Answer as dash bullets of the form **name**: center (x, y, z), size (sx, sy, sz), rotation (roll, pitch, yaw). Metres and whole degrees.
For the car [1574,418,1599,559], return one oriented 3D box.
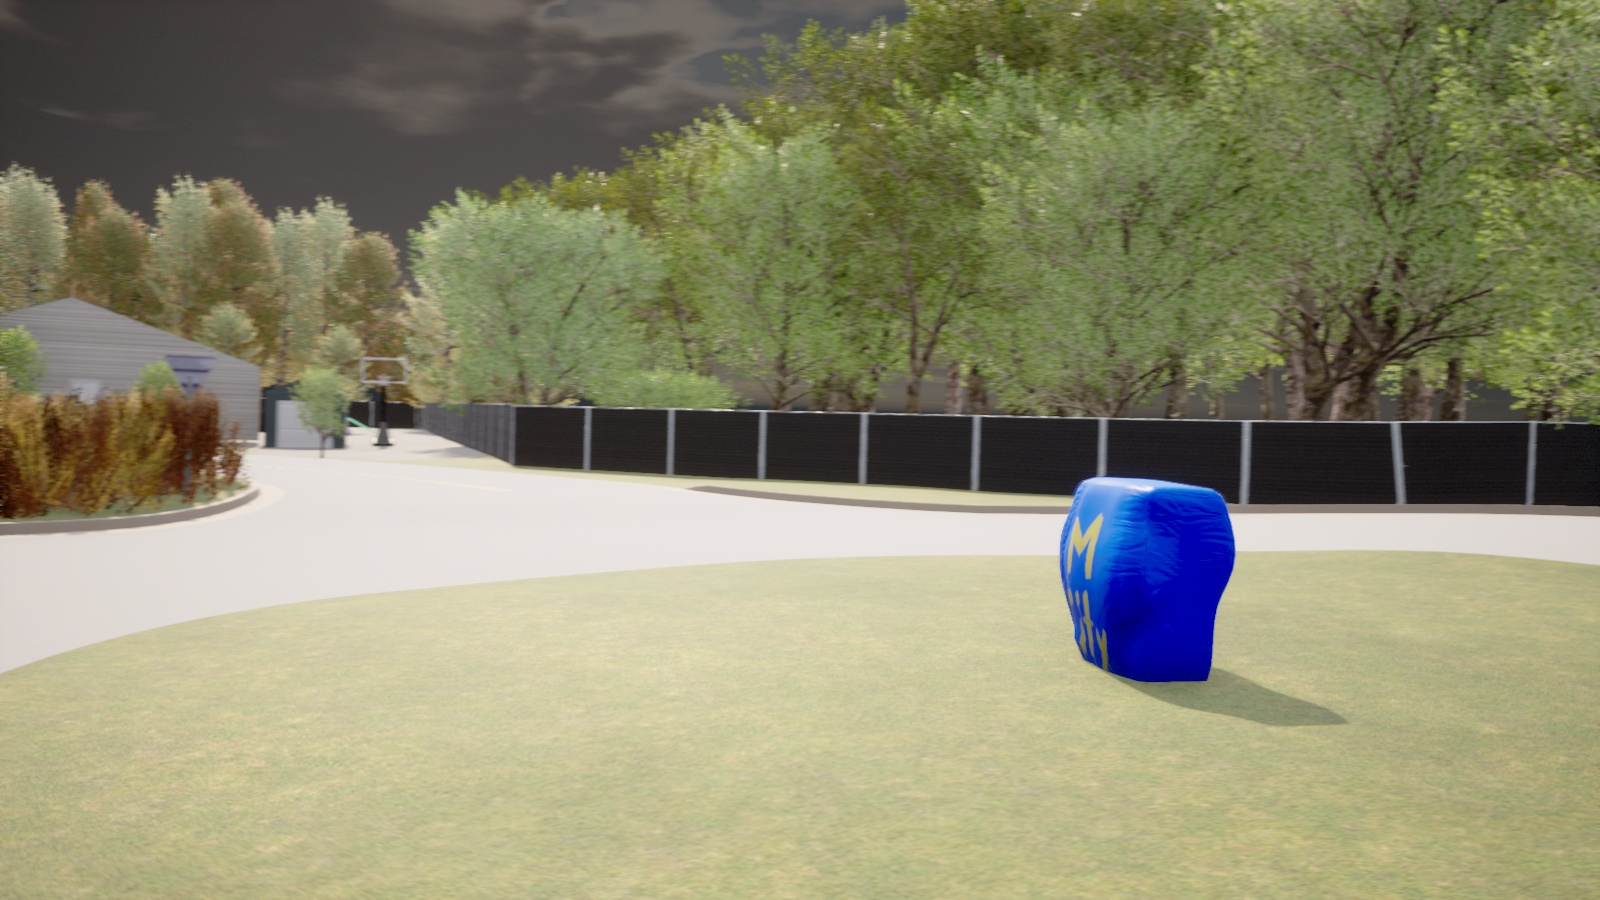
- **car**: center (11.008, 0.545, 13.046), size (2.033, 1.649, 4.856), rotation (0, 2, -17)
